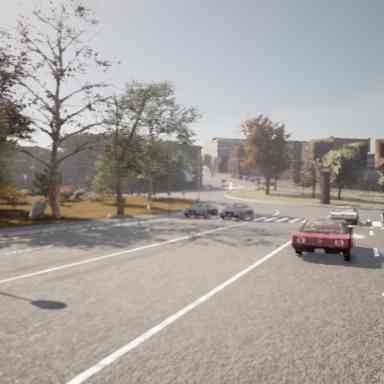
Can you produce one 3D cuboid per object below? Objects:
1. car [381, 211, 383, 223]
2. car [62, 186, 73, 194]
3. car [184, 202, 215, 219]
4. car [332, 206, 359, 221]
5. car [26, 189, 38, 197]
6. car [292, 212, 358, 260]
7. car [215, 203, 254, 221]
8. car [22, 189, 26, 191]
[{"bbox_3d":[14.941,1.749,24.189,2.033,1.411,5.357,0,0,28],"label":"car"},{"bbox_3d":[-23.590,-0.054,62.948,2.435,2.045,5.566,-1,2,-11],"label":"car"},{"bbox_3d":[0.949,1.672,30.956,1.994,1.385,4.181,0,0,28],"label":"car"},{"bbox_3d":[12.197,1.782,26.430,1.895,1.301,4.718,0,0,29],"label":"car"},{"bbox_3d":[-29.462,0.107,63.890,2.185,1.767,4.553,-1,2,-11],"label":"car"},{"bbox_3d":[5.313,1.711,13.109,1.895,1.301,4.718,0,0,28],"label":"car"},{"bbox_3d":[4.033,1.693,29.299,1.994,1.385,4.181,0,0,28],"label":"car"},{"bbox_3d":[-32.353,0.245,64.230,1.946,1.575,5.366,-1,2,-11],"label":"car"}]
